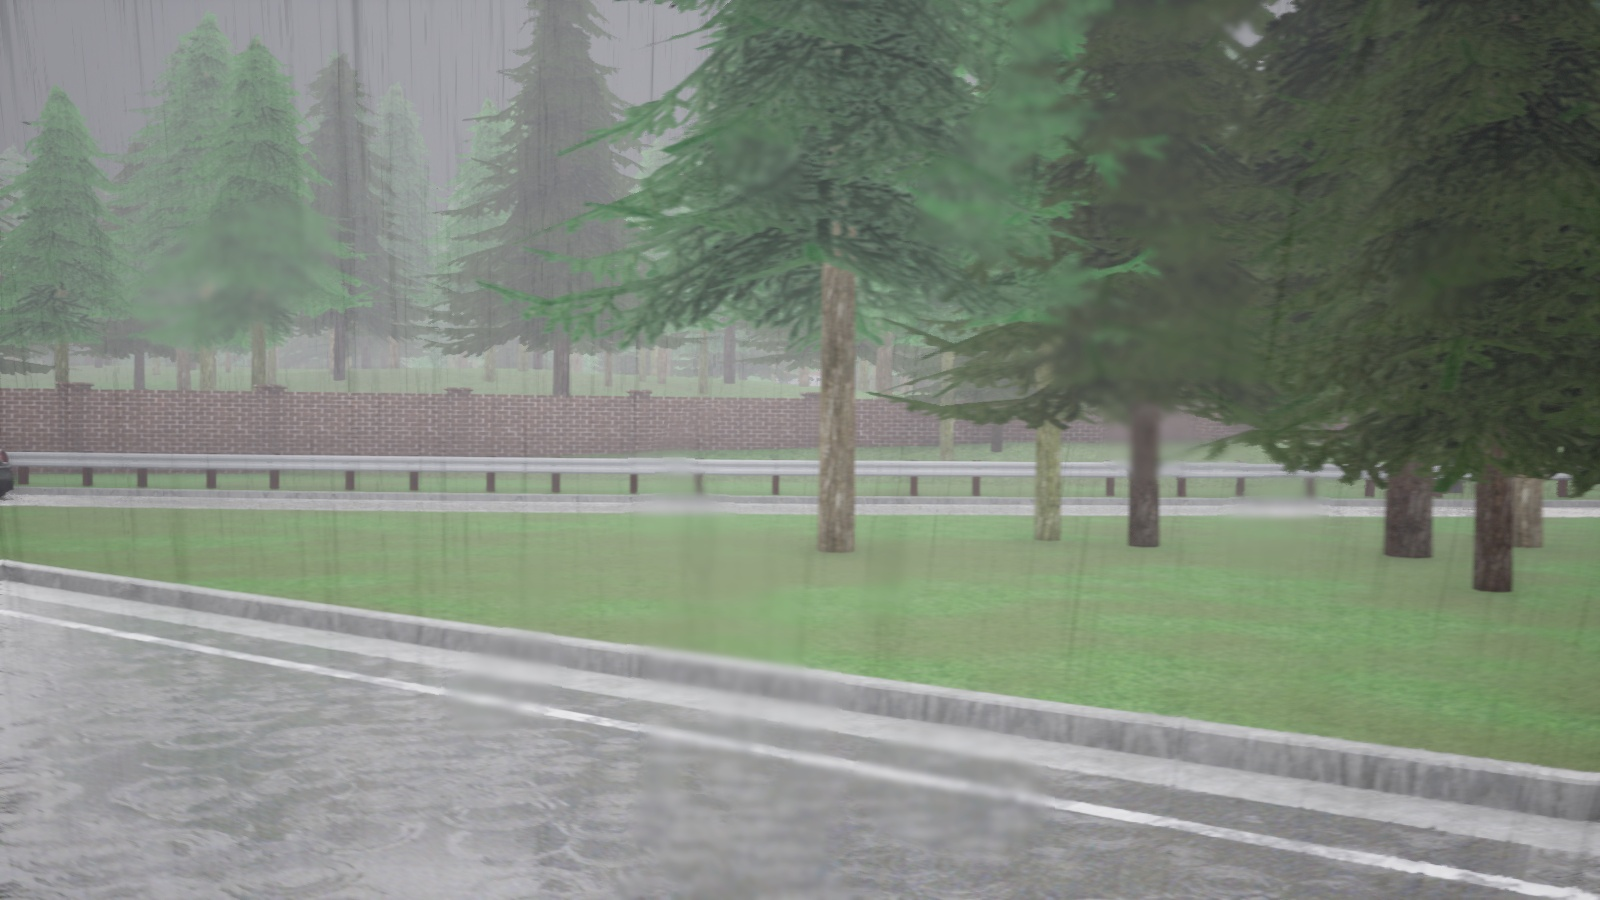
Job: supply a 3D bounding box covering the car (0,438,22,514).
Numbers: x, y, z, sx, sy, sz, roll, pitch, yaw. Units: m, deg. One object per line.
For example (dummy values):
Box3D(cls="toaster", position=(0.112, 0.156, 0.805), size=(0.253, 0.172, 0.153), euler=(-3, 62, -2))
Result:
Box3D(cls="car", position=(-17.563, 0.523, 24.384), size=(3.806, 1.475, 1.970), euler=(0, 1, 10))
